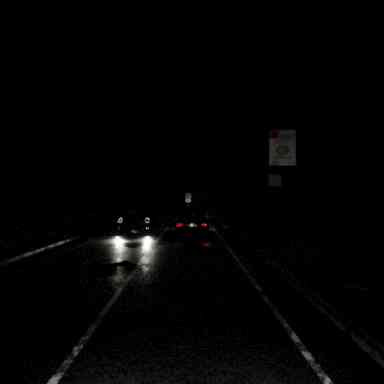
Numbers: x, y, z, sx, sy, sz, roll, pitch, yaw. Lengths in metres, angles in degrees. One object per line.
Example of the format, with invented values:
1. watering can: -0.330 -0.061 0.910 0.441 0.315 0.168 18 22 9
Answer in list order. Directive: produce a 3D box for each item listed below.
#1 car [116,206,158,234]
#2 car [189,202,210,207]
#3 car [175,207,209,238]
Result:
1. car: -3.381 1.688 21.142 2.097 1.767 4.553 0 -1 0
2. car: 0.455 2.080 35.484 2.128 1.511 4.902 0 -1 7
3. car: -0.018 1.775 19.218 2.033 1.411 5.357 0 -1 0
